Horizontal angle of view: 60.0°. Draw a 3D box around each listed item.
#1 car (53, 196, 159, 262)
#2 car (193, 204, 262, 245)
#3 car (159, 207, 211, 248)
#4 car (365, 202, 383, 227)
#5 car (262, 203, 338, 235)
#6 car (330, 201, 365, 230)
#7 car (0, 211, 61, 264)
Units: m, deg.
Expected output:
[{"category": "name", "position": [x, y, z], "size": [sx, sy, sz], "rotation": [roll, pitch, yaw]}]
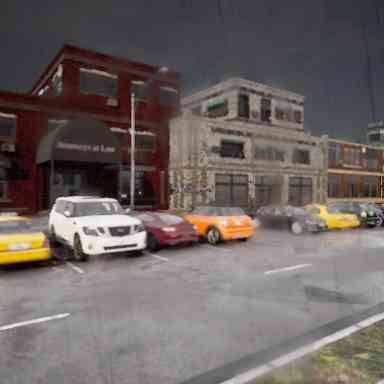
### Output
[{"category": "car", "position": [-3.776, 1.204, 12.568], "size": [2.435, 2.045, 5.566], "rotation": [0, 0, -35]}, {"category": "car", "position": [0.752, 1.337, 15.783], "size": [2.185, 1.767, 4.553], "rotation": [0, 0, -35]}, {"category": "car", "position": [-1.529, 1.496, 14.198], "size": [2.002, 1.452, 4.674], "rotation": [0, 0, -35]}, {"category": "car", "position": [9.815, 1.392, 22.230], "size": [2.185, 1.767, 4.553], "rotation": [0, 0, -36]}, {"category": "car", "position": [5.360, 1.490, 19.104], "size": [2.231, 1.521, 4.892], "rotation": [0, 0, -35]}, {"category": "car", "position": [7.522, 1.500, 20.861], "size": [1.946, 1.575, 5.366], "rotation": [0, 0, -35]}, {"category": "car", "position": [-6.164, 1.460, 11.133], "size": [1.946, 1.575, 5.366], "rotation": [0, 0, -35]}]
